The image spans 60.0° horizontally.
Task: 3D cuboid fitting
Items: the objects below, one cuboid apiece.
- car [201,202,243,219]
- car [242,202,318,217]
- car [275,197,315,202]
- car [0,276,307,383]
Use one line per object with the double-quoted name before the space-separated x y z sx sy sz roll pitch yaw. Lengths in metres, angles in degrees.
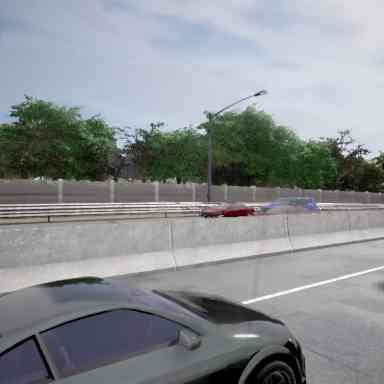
"car" 3.035 1.621 27.594 5.008 1.535 1.882 1 -1 -35
"car" 5.815 1.598 20.984 5.008 1.535 1.882 1 -1 -35
"car" 7.834 1.418 26.706 5.566 2.045 2.150 1 -1 -35
"car" -0.840 1.566 3.154 4.181 1.385 1.994 0 0 -35
